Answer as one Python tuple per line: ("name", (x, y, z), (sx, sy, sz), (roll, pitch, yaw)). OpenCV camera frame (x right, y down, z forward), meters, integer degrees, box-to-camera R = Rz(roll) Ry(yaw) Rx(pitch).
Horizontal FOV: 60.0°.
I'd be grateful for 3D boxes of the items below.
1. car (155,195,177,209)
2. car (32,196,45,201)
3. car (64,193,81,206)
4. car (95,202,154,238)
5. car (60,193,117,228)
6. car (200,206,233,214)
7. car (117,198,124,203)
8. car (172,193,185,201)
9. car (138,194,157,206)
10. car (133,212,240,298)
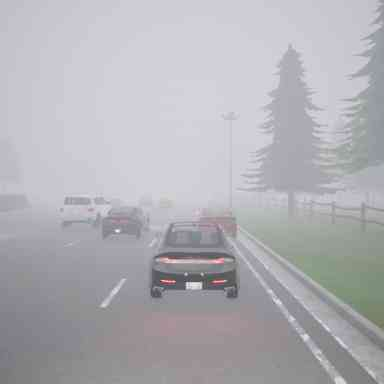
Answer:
("car", (-3.366, 1.477, 44.274), (1.882, 1.535, 5.008), (0, 0, 0))
("car", (-37.319, 1.595, 80.802), (1.895, 1.301, 4.718), (0, 0, -42))
("car", (-20.544, 1.221, 56.930), (2.150, 2.045, 5.566), (0, 0, -25))
("car", (-3.387, 1.505, 17.601), (1.837, 1.490, 4.892), (0, 0, 0))
("car", (-6.883, 1.221, 22.253), (2.150, 2.045, 5.566), (0, 0, 0))
("car", (1.238, 1.478, 17.810), (1.882, 1.535, 5.008), (0, 0, 0))
("car", (-10.366, 1.547, 44.658), (2.033, 1.411, 5.357), (0, 0, 0))
("car", (-3.437, 1.355, 87.081), (2.097, 1.767, 4.553), (0, 0, 0))
("car", (-6.863, 1.351, 50.292), (2.097, 1.767, 4.553), (0, 0, 0))
("car", (0.058, 1.492, 8.469), (2.128, 1.511, 4.902), (0, 0, 0))
